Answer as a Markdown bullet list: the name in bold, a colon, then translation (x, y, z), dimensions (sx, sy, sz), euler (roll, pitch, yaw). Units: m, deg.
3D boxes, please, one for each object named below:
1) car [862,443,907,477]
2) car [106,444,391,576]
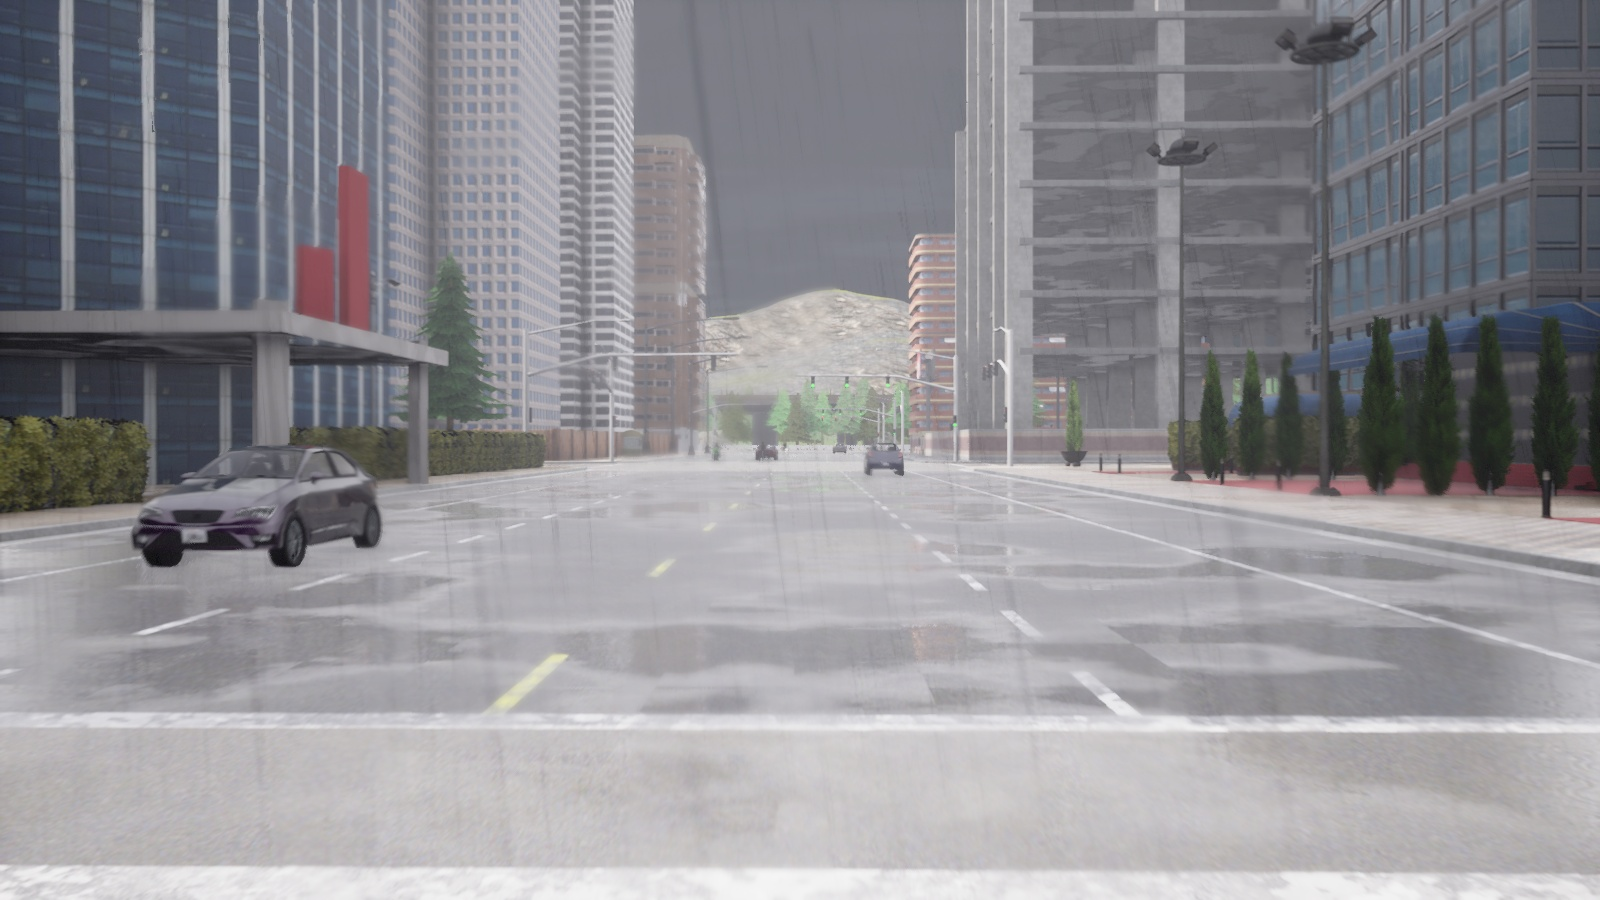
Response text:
- **car**: translation (3.849, 0.437, 57.893), dimensions (1.845, 1.501, 3.633), euler (0, 0, 0)
- **car**: translation (-6.891, 0.663, 16.224), dimensions (1.816, 1.474, 4.193), euler (0, 0, 0)
